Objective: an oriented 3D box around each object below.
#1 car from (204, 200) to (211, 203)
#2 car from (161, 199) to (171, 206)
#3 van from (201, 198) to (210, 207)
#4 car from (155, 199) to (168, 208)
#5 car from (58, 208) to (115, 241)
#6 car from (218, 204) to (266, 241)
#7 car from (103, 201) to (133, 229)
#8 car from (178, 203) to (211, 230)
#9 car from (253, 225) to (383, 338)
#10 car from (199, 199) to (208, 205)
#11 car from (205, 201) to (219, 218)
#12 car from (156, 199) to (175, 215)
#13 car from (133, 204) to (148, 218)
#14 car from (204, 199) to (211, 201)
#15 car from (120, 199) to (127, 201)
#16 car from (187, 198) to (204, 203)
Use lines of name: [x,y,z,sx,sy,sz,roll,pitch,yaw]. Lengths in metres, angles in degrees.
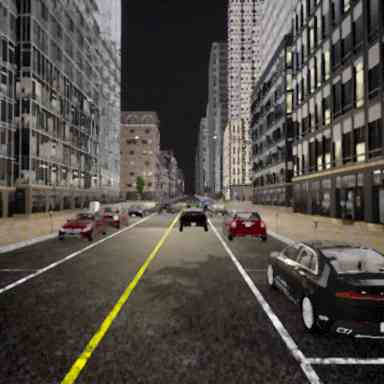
car: [2.696,2.019,40.162,1.802,1.307,4.206,1,-1,0]
car: [-5.687,2.335,73.627,1.947,1.339,4.313,1,-1,0]
van: [2.697,2.058,68.047,1.690,1.788,3.998,1,-1,0]
car: [-5.684,2.102,62.480,1.967,1.590,4.097,1,-1,0]
car: [-5.683,1.783,17.885,1.802,1.307,4.206,1,-1,0]
car: [2.699,1.642,17.856,1.967,1.590,4.097,1,-1,0]
car: [-5.681,1.700,23.459,1.967,1.590,4.097,1,-1,0]
car: [0.099,1.762,22.931,1.837,1.490,4.892,0,0,0]
car: [2.699,1.629,6.700,2.008,1.369,4.403,1,-1,0]
car: [2.694,2.368,79.198,1.887,1.381,4.507,1,-1,0]
car: [2.697,1.929,34.585,2.008,1.369,4.403,1,-1,0]
car: [-3.093,1.942,40.252,1.837,1.490,4.892,0,-1,0]
car: [-5.684,1.944,34.606,1.947,1.339,4.313,1,-1,0]
car: [2.695,2.117,51.314,1.947,1.339,4.313,1,-1,0]
car: [-19.851,2.563,92.128,4.403,1.369,2.008,0,-1,1]
car: [0.097,1.799,41.196,2.097,1.767,4.553,0,-1,0]
